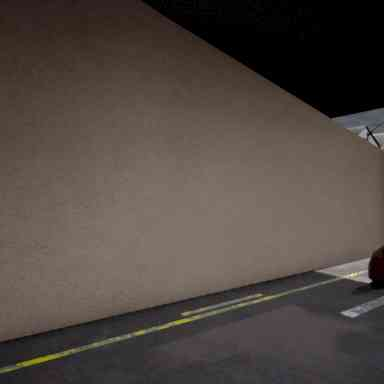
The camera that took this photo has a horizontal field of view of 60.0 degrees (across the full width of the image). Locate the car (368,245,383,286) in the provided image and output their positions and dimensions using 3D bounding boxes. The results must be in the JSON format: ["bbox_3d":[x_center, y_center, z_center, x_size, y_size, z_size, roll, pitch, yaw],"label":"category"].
[{"bbox_3d":[6.198,1.563,8.191,4.181,1.385,1.994,0,0,-35],"label":"car"}]
